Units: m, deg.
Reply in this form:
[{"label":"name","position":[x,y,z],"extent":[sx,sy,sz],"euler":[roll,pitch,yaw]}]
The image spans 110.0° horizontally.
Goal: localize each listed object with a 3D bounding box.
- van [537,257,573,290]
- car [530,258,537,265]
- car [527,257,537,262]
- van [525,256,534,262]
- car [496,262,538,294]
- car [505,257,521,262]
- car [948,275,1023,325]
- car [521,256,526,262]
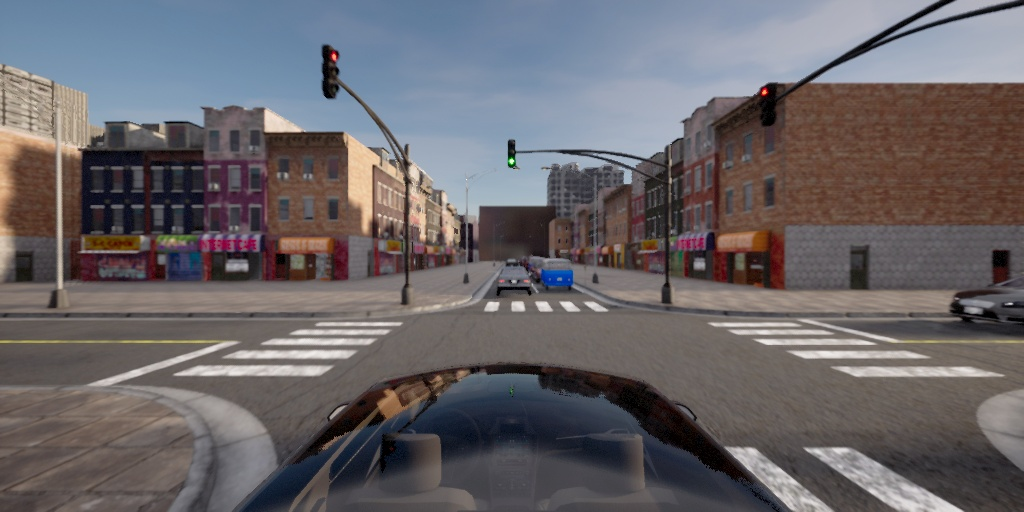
[{"label":"van","position":[2.632,1.044,21.683],"extent":[1.690,1.789,3.998],"euler":[0,0,0]},{"label":"car","position":[2.631,1.133,27.158],"extent":[1.967,1.591,4.097],"euler":[0,0,0]},{"label":"car","position":[2.629,1.123,32.633],"extent":[1.967,1.591,4.097],"euler":[0,0,0]},{"label":"van","position":[2.628,1.015,38.109],"extent":[1.690,1.789,3.998],"euler":[0,0,0]},{"label":"car","position":[0.095,1.257,19.687],"extent":[2.033,1.411,5.357],"euler":[0,0,0]},{"label":"car","position":[-0.014,1.135,51.302],"extent":[1.882,1.535,5.008],"euler":[0,0,0]},{"label":"car","position":[14.982,1.212,9.728],"extent":[4.902,1.511,2.128],"euler":[0,0,0]},{"label":"car","position":[2.626,0.981,43.581],"extent":[2.192,1.841,5.009],"euler":[0,0,0]}]
